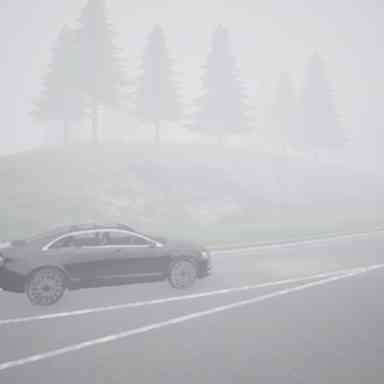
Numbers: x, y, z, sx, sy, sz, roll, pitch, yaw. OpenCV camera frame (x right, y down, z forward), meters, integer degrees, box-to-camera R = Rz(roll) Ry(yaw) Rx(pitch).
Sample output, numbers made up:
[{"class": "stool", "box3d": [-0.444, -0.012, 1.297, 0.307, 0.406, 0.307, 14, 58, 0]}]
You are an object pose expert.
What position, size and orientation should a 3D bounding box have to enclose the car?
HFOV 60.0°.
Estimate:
[{"class": "car", "box3d": [-1.914, 1.494, 7.882, 4.902, 1.511, 2.128, 0, 0, -22]}]
